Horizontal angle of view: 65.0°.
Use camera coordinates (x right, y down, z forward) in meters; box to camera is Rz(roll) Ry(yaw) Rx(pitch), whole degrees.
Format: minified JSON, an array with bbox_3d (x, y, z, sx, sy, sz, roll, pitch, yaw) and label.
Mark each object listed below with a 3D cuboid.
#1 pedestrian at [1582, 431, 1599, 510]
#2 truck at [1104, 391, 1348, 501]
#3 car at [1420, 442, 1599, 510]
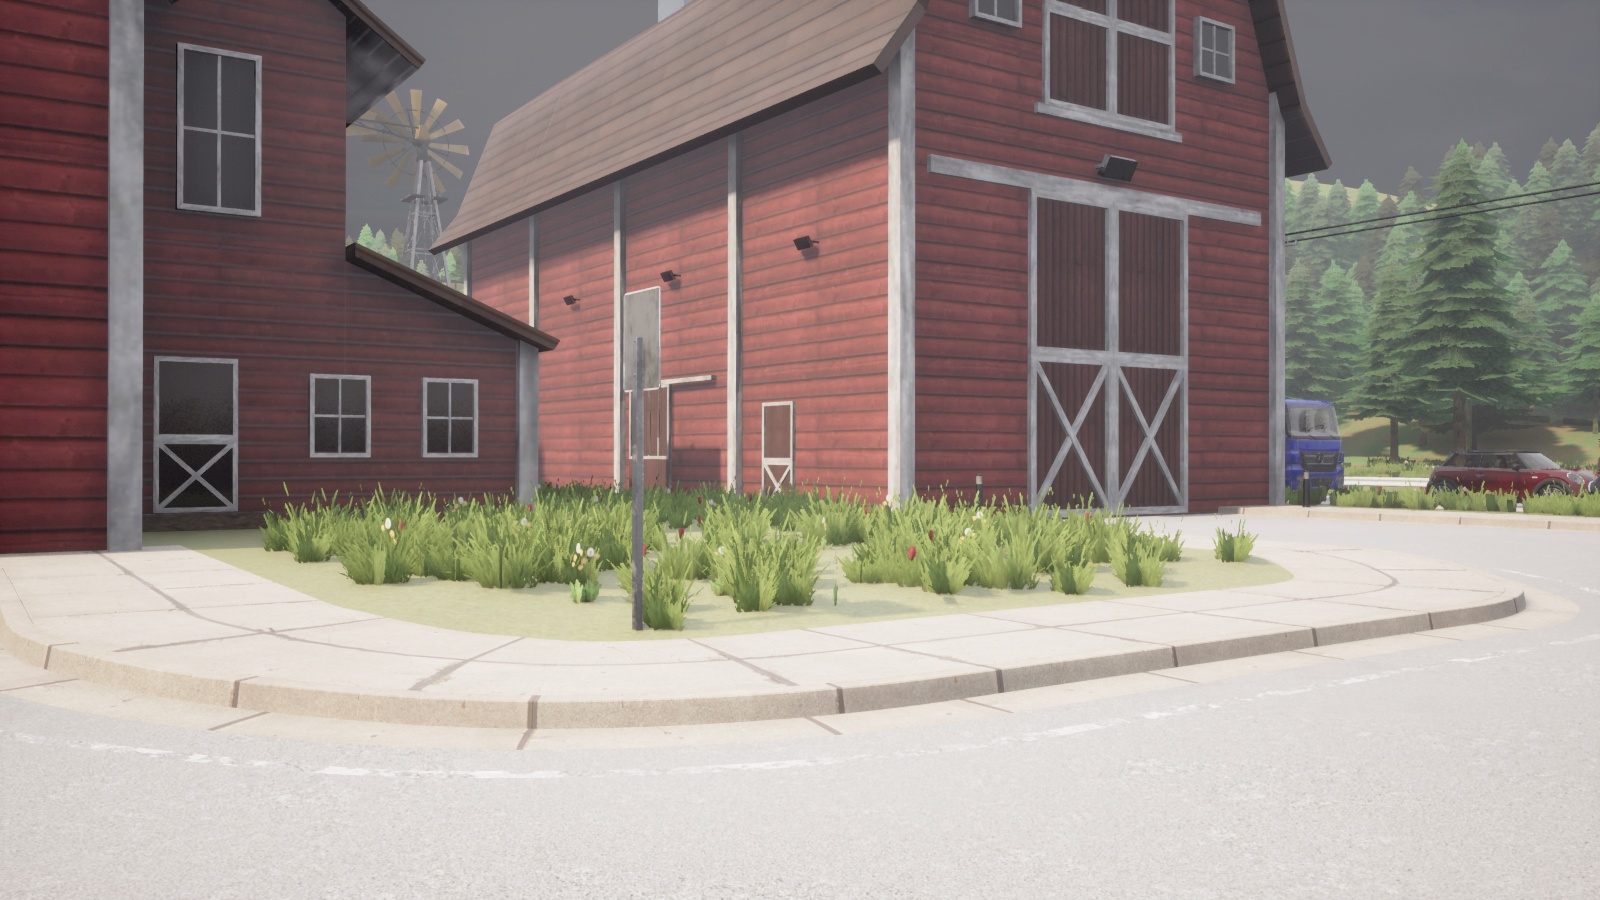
[{"bbox_3d":[18.868,0.473,29.473,0.540,1.848,0.694,0,0,-35],"label":"pedestrian"},{"bbox_3d":[14.570,-0.108,43.665,2.891,3.462,7.936,0,0,-34],"label":"truck"},{"bbox_3d":[20.188,0.691,35.237,2.097,1.767,4.553,0,0,-34],"label":"car"}]
